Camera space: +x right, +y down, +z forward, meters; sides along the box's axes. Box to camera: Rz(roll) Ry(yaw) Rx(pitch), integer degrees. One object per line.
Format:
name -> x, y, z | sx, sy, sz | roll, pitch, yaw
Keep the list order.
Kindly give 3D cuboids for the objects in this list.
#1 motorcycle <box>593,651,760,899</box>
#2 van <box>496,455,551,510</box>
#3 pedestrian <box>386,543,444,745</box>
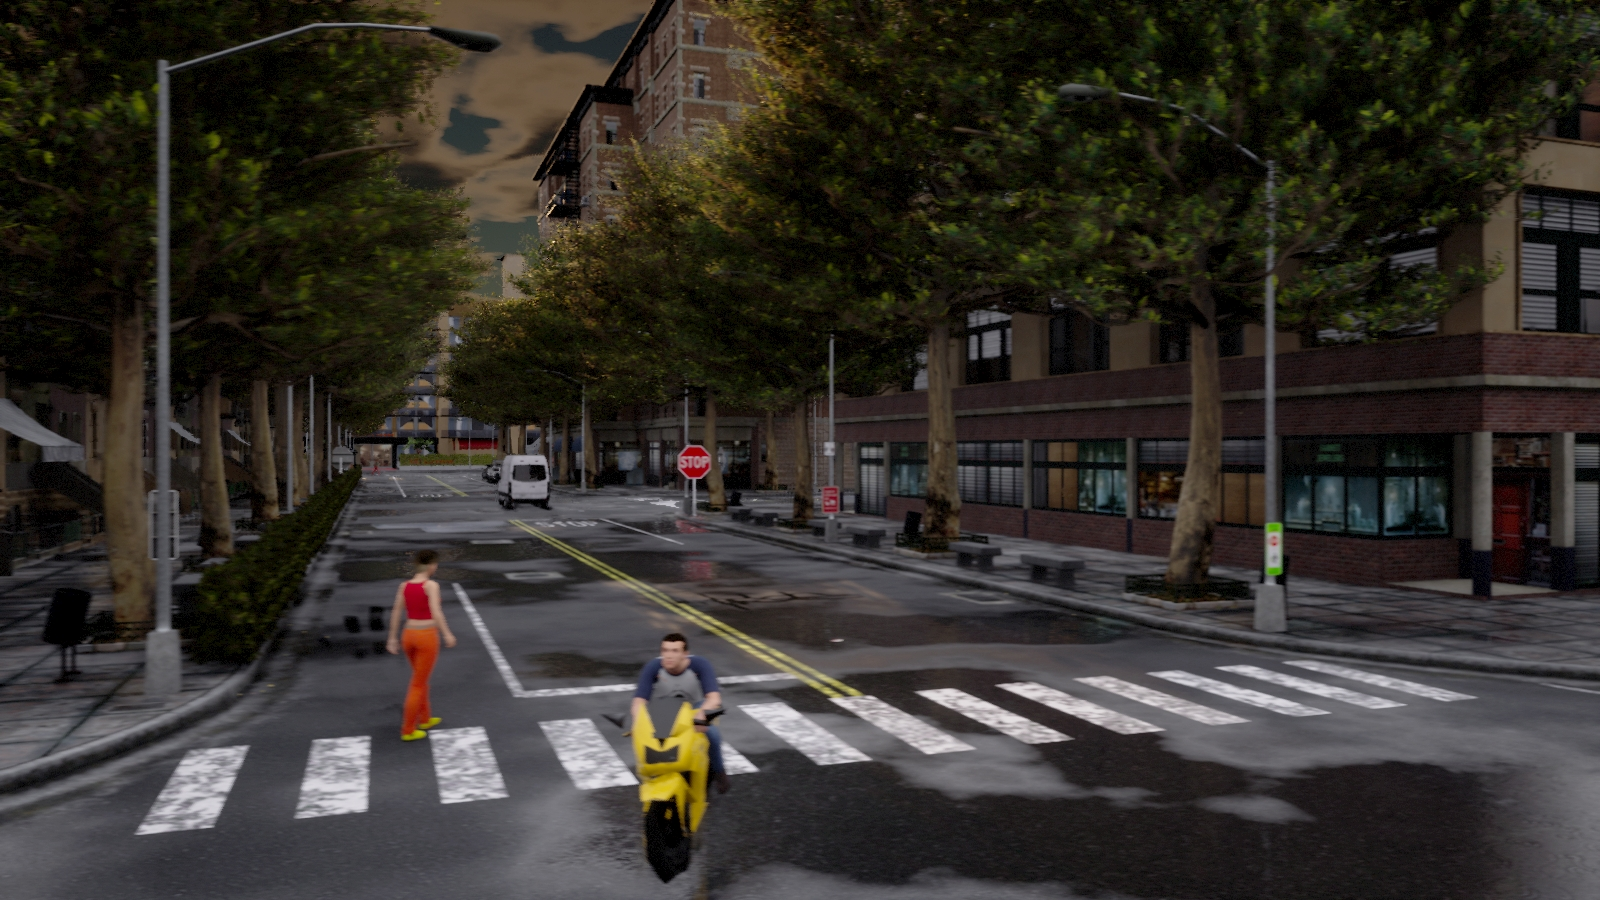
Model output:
motorcycle -> -0.807, 2.212, 8.136 | 0.803, 1.145, 2.033 | -3, 0, 3
van -> -13.842, 1.533, 56.911 | 1.988, 2.561, 5.915 | 0, 0, -20
pedestrian -> -3.705, 1.849, 11.009 | 0.375, 1.860, 0.375 | 0, 0, 25
